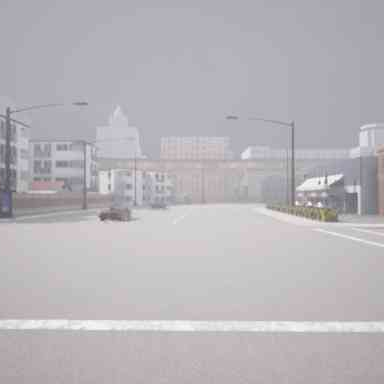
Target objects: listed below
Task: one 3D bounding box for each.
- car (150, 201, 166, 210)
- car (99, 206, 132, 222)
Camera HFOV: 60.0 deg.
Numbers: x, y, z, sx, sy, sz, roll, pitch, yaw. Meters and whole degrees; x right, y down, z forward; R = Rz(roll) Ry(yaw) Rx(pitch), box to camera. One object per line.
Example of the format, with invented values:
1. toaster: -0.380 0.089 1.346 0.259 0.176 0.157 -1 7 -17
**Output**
1. car: -5.554 2.188 54.925 1.895 1.301 4.718 0 -1 5
2. car: -6.649 1.889 29.248 1.895 1.301 4.718 0 -1 2
